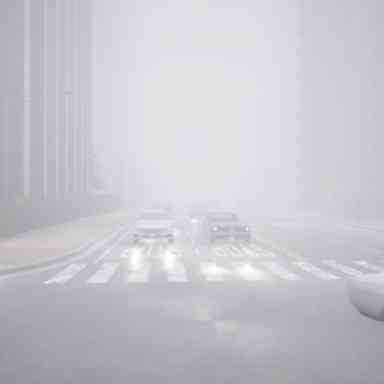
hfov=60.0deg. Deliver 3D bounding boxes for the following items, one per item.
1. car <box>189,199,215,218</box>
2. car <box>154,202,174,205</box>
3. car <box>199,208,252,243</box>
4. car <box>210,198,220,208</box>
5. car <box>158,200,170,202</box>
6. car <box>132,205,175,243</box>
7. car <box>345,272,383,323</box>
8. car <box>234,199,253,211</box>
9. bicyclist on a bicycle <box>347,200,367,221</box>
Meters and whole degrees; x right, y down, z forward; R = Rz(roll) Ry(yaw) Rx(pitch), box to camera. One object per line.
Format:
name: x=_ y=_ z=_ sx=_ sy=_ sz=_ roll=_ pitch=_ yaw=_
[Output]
car: x=0.678 y=1.713 z=32.079 sx=2.033 sy=1.411 sz=5.357 roll=0 pitch=0 yaw=-3
car: x=-2.452 y=1.733 z=25.905 sx=1.895 sy=1.301 sz=4.718 roll=0 pitch=0 yaw=-3
car: x=1.620 y=1.712 z=16.802 sx=1.895 sy=1.301 sz=4.718 roll=0 pitch=0 yaw=-4
car: x=2.703 y=1.715 z=49.724 sx=1.882 sy=1.535 sz=5.008 roll=0 pitch=0 yaw=-11
car: x=-3.078 y=1.661 z=36.354 sx=2.128 sy=1.511 sz=4.902 roll=0 pitch=0 yaw=-3
car: x=-1.879 y=1.626 z=16.819 sx=1.812 sy=1.442 sz=4.674 roll=0 pitch=0 yaw=-3
car: x=4.497 y=1.625 z=4.003 sx=1.895 sy=1.301 sz=4.718 roll=0 pitch=0 yaw=-29
car: x=6.954 y=1.712 z=45.296 sx=1.882 sy=1.535 sz=5.008 roll=0 pitch=0 yaw=-4
bicyclist on a bicycle: x=13.039 y=1.483 z=26.217 sx=1.656 sy=1.620 sz=0.582 roll=0 pitch=0 yaw=-4
